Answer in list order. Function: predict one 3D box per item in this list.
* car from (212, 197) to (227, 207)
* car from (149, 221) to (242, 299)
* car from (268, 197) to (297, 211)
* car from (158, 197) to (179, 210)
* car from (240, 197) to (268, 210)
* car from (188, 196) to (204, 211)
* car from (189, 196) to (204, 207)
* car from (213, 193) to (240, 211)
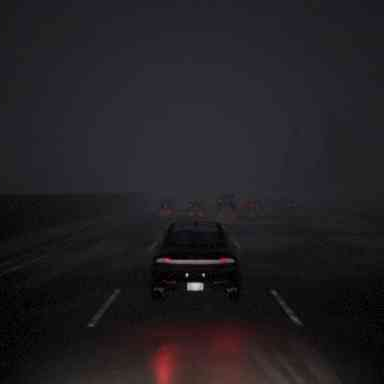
[{"bbox_3d":[4.101,1.500,49.394,1.895,1.301,4.718,0,0,1],"label":"car"},{"bbox_3d":[0.089,1.475,8.378,2.128,1.511,4.902,0,0,1],"label":"car"},{"bbox_3d":[10.980,1.466,39.691,2.033,1.411,5.357,0,0,1],"label":"car"},{"bbox_3d":[-3.008,1.422,40.699,1.837,1.490,4.892,0,0,1],"label":"car"},{"bbox_3d":[7.491,1.517,40.598,1.895,1.301,4.718,0,0,1],"label":"car"},{"bbox_3d":[0.487,1.518,40.269,1.895,1.301,4.718,0,0,1],"label":"car"},{"bbox_3d":[0.600,1.390,49.408,2.128,1.511,4.902,0,0,1],"label":"car"},{"bbox_3d":[3.981,1.140,39.808,2.150,2.045,5.566,0,0,1],"label":"car"}]
